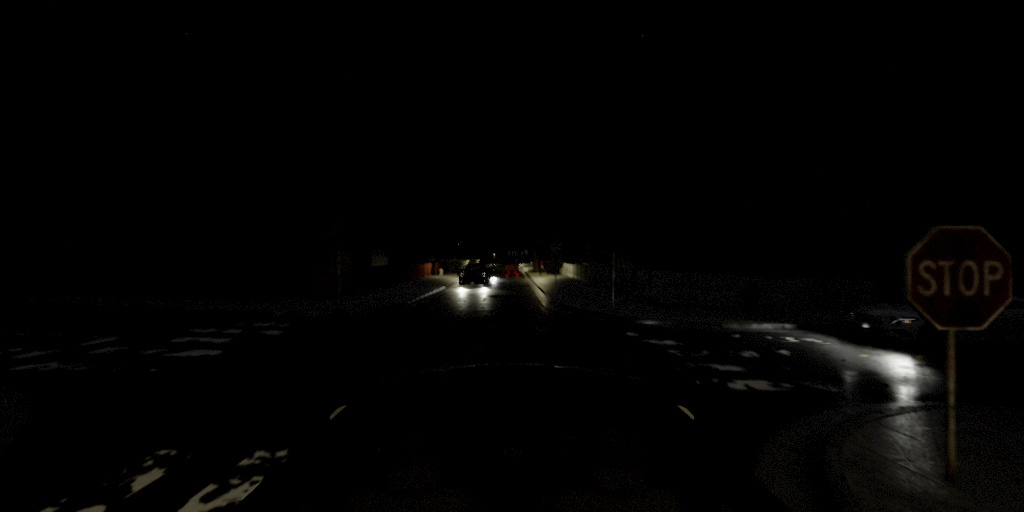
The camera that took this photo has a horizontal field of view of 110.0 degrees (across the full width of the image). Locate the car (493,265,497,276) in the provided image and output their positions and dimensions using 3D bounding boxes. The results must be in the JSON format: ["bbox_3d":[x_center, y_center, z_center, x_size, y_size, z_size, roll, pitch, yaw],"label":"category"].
[{"bbox_3d":[-2.841,1.697,43.425,1.895,1.301,4.718,0,0,0],"label":"car"}]

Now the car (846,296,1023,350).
[{"bbox_3d":[11.902,1.635,9.696,4.674,1.442,1.812,1,-1,0],"label":"car"}]

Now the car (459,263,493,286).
[{"bbox_3d":[-2.848,1.364,28.025,2.097,1.767,4.553,0,0,0],"label":"car"}]

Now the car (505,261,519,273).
[{"bbox_3d":[-0.003,1.605,51.278,1.882,1.535,5.008,0,0,0],"label":"car"}]
